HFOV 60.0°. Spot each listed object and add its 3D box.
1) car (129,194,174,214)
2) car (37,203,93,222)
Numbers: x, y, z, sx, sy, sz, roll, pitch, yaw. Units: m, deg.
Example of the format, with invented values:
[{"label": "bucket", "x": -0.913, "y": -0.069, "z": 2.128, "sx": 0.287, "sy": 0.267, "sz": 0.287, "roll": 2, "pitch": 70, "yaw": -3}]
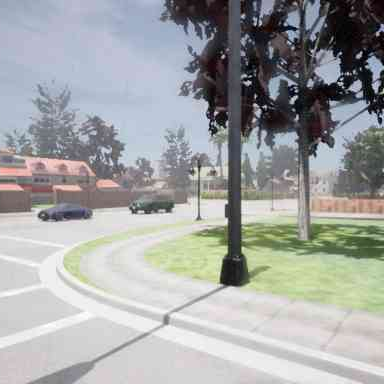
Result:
[{"label": "car", "x": -4.163, "y": 1.221, "z": 35.229, "sx": 2.150, "sy": 2.045, "sz": 5.566, "roll": 0, "pitch": 0, "yaw": 35}, {"label": "car", "x": -10.033, "y": 1.564, "z": 26.558, "sx": 1.994, "sy": 1.385, "sz": 4.181, "roll": 0, "pitch": 0, "yaw": 34}]
